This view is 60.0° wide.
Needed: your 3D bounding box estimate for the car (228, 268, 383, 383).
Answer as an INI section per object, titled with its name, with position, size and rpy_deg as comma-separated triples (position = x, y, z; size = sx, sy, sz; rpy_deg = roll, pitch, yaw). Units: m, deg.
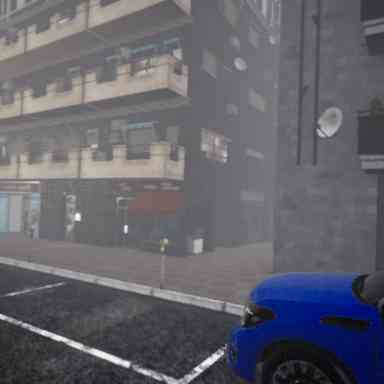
[car]
position = 3.144, 1.465, 3.229
size = 5.566, 2.045, 2.150
rpy_deg = 0, -3, 32
